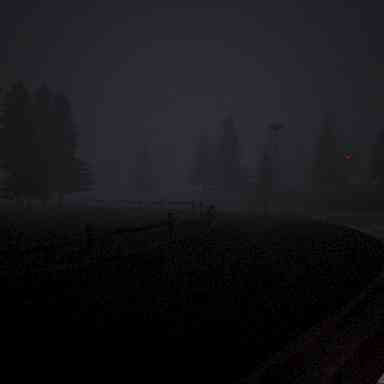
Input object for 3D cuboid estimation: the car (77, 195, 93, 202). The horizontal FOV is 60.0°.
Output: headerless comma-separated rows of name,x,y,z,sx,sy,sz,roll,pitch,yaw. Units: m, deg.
car,-24.185,1.500,75.118,4.892,1.490,1.837,0,0,41
